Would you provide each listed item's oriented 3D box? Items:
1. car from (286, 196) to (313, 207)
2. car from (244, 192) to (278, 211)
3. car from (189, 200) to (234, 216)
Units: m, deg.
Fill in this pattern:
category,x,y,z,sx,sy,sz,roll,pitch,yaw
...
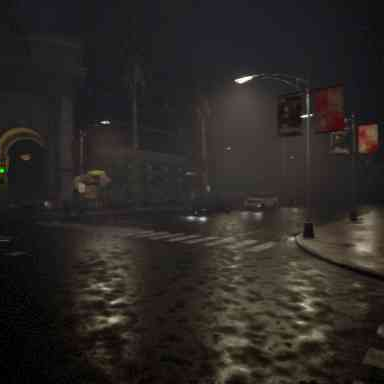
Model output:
category,x,y,z,sx,sy,sz,roll,pitch,yaw
car,15.137,1.284,46.799,5.008,1.535,1.882,0,0,-42
car,8.199,1.058,39.130,2.150,2.045,5.566,0,0,38
car,1.963,1.416,30.970,2.033,1.411,5.357,0,0,37
